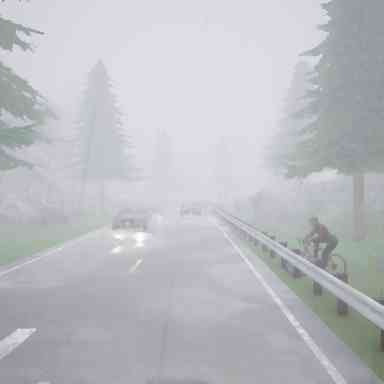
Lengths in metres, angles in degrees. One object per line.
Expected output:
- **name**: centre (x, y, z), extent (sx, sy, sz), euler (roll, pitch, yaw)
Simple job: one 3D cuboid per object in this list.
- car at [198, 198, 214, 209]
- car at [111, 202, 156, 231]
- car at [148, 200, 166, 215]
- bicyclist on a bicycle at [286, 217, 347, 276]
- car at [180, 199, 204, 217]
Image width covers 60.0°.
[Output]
- **car**: centre (1.535, 1.525, 44.833), extent (1.812, 1.442, 4.674), euler (0, 0, 23)
- **car**: centre (-3.590, 1.564, 20.481), extent (1.994, 1.385, 4.181), euler (0, 0, 0)
- **car**: centre (-3.839, 1.525, 33.841), extent (1.812, 1.442, 4.674), euler (0, 0, 0)
- **bicyclist on a bicycle**: centre (3.327, 1.487, 8.819), extent (1.656, 1.620, 0.582), euler (4, 1, -1)
- **car**: centre (-0.145, 1.600, 31.870), extent (1.895, 1.301, 4.718), euler (0, 0, -1)
